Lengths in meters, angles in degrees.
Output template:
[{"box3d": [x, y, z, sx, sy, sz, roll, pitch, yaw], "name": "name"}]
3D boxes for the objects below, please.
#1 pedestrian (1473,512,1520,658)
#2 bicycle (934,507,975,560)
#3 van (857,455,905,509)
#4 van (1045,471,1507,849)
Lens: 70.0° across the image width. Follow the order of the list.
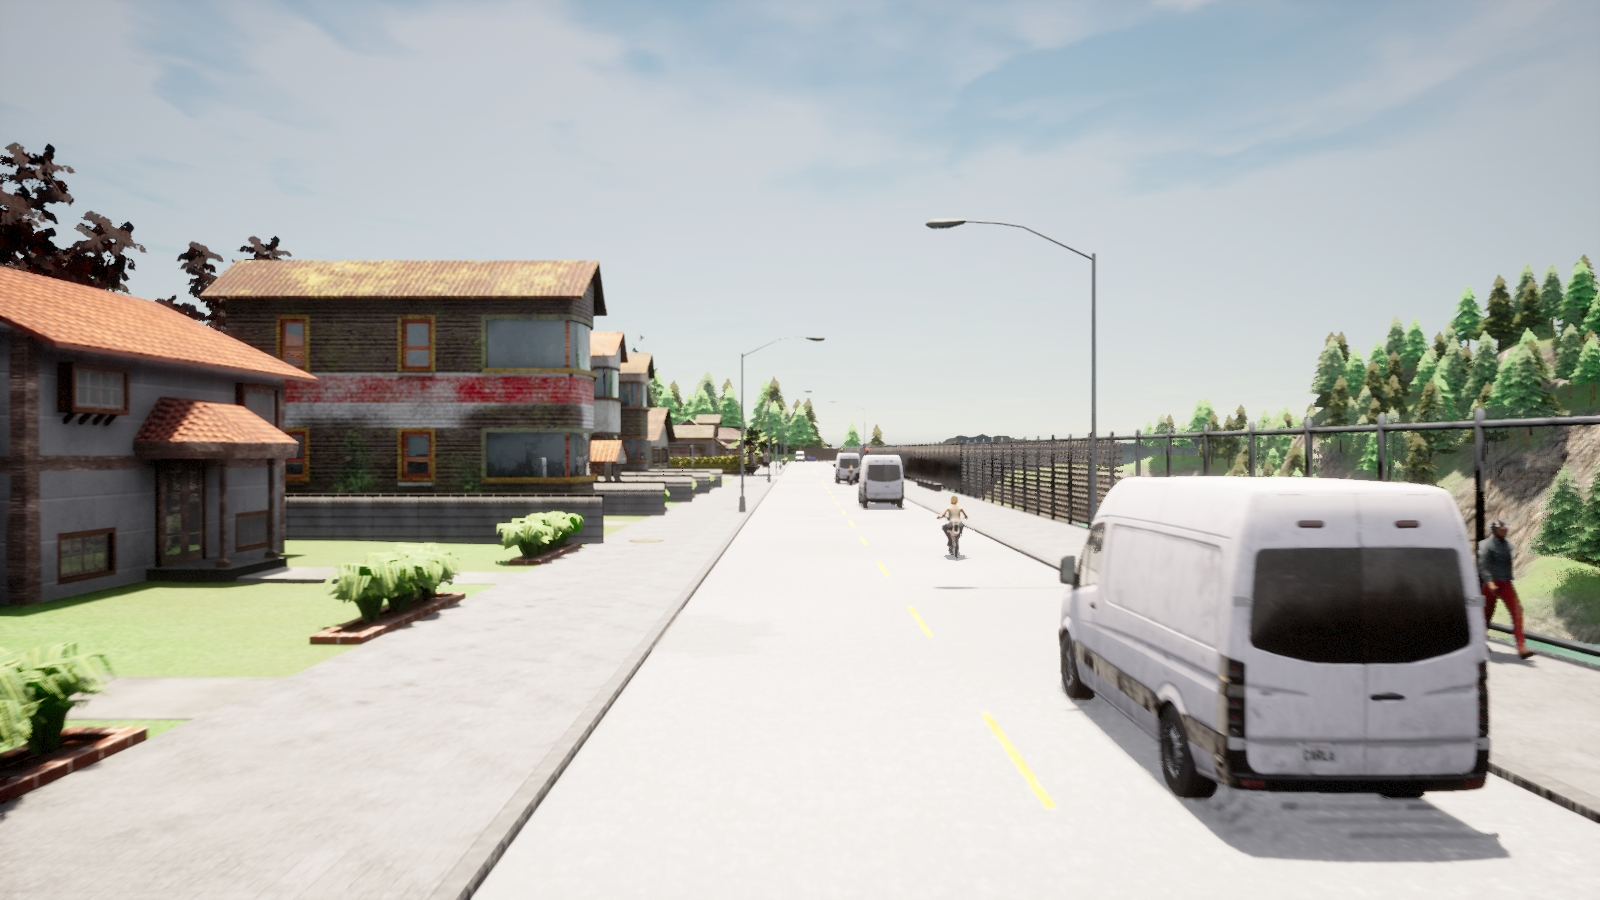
[{"box3d": [9.059, 1.743, 14.863, 0.375, 1.860, 0.375, 0, 0, -2], "name": "pedestrian"}, {"box3d": [4.016, 2.158, 29.849, 0.859, 1.276, 1.487, 0, 0, 0], "name": "bicycle"}, {"box3d": [3.995, 1.534, 57.228, 1.988, 2.561, 5.915, 0, 0, 0], "name": "van"}, {"box3d": [3.997, 1.534, 11.025, 1.988, 2.561, 5.915, 0, 0, 0], "name": "van"}]
